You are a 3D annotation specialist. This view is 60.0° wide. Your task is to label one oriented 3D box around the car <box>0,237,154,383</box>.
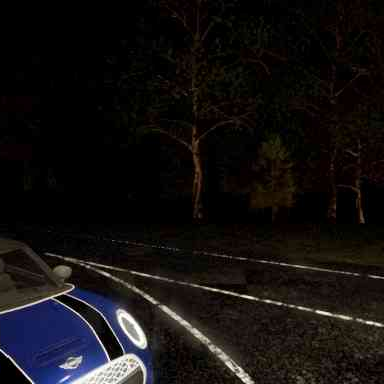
[{"bbox_3d":[-2.582,1.338,3.726,4.553,1.767,2.097,1,0,35],"label":"car"}]
